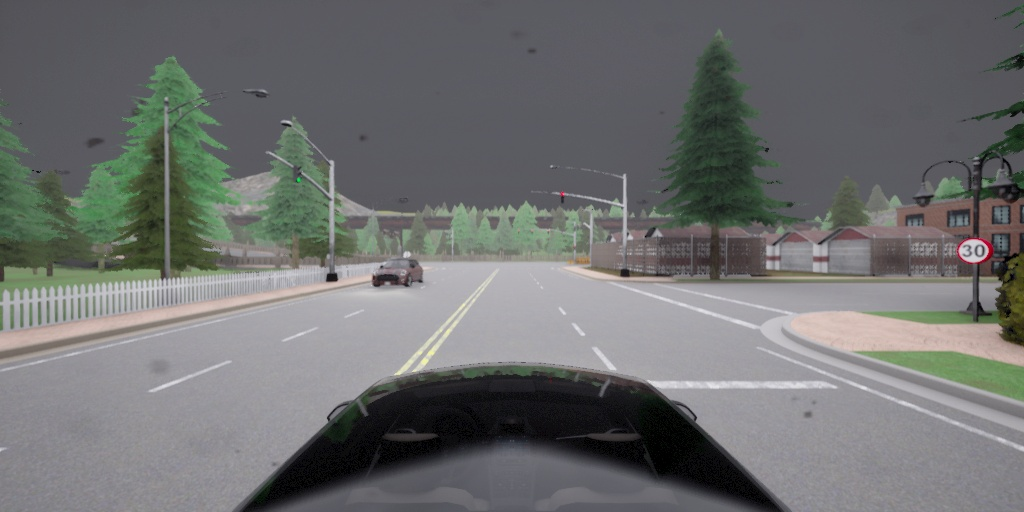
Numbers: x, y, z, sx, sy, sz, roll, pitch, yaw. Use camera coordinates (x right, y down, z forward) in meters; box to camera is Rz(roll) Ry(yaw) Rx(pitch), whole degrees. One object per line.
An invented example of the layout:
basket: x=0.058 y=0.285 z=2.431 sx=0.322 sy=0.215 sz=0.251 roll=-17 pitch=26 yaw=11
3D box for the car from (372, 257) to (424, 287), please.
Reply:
car: x=-6.999 y=0.944 z=22.383 sx=2.097 sy=1.767 sz=4.553 roll=0 pitch=0 yaw=0
